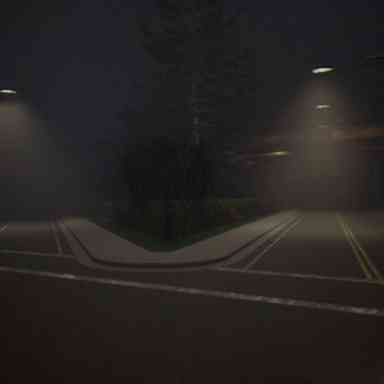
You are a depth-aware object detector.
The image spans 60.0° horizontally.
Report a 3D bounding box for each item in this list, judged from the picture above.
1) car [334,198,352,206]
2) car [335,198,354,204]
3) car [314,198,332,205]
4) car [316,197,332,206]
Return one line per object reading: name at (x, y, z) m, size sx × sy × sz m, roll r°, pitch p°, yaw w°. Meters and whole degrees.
car at (31.804, 2.095, 69.477) m, size 2.038 × 1.542 × 4.974 m, roll -1°, pitch -1°, yaw 2°
car at (31.803, 1.938, 69.531) m, size 1.853 × 1.218 × 4.536 m, roll -1°, pitch -1°, yaw 2°
car at (28.098, 2.014, 71.358) m, size 4.536 × 1.218 × 1.853 m, roll 0°, pitch -1°, yaw -43°
car at (28.062, 2.172, 71.319) m, size 4.974 × 1.542 × 2.038 m, roll 0°, pitch -1°, yaw -43°
